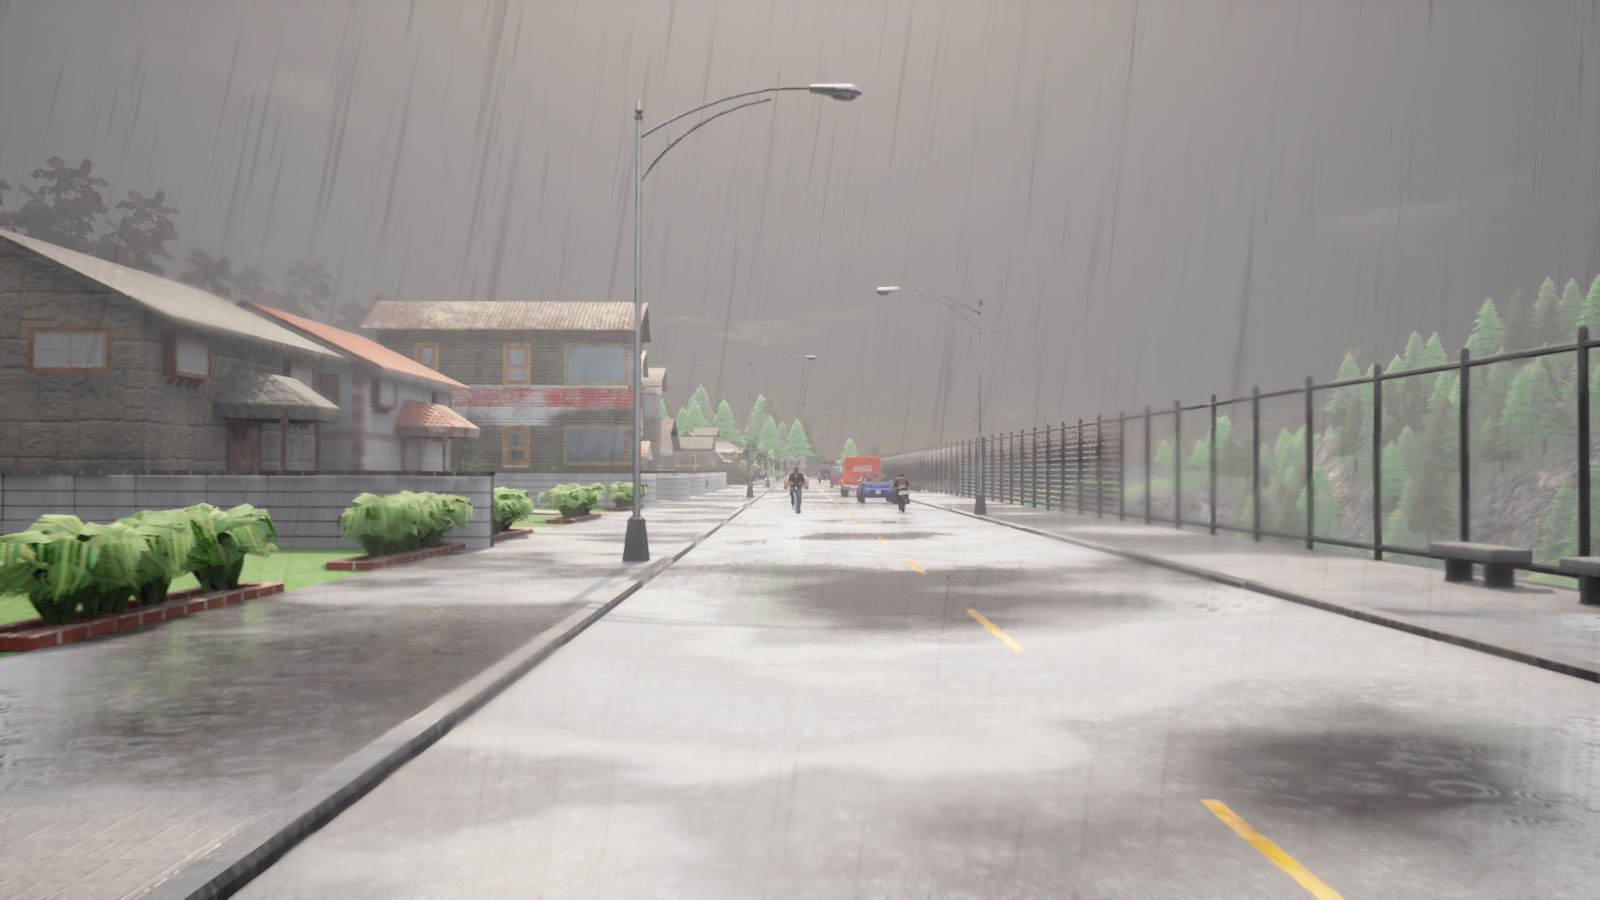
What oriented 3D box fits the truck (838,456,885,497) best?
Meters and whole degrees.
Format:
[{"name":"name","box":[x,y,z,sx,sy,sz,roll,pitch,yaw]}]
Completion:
[{"name":"truck","box":[3.783,1.624,78.229,2.627,2.467,5.204,0,-1,0]}]

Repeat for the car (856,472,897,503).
[{"name":"car","box":[3.826,1.879,63.608,1.816,1.474,4.193,0,-1,0]}]

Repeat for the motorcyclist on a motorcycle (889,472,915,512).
[{"name":"motorcyclist on a motorcycle","box":[3.869,1.583,47.853,0.797,1.523,2.044,0,-1,0]}]
